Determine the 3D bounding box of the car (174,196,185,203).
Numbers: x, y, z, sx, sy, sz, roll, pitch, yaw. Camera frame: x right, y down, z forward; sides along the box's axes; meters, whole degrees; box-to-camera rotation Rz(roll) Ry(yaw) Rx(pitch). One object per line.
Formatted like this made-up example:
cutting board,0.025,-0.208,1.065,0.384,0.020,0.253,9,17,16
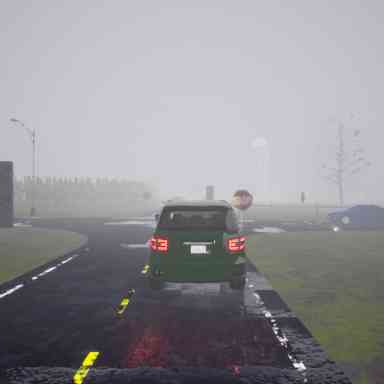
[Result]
car,-2.587,1.604,69.786,2.033,1.411,5.357,0,0,0

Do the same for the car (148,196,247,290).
car,0.108,1.222,9.220,2.150,2.045,5.566,0,0,0

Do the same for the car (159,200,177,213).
car,-2.726,1.622,38.725,1.895,1.301,4.718,0,0,-1

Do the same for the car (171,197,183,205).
car,-2.665,1.575,59.115,1.812,1.442,4.674,0,0,1

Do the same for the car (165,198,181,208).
car,-2.709,1.598,48.831,1.994,1.385,4.181,0,0,1

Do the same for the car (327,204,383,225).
car,12.930,1.671,25.380,5.008,1.535,1.882,1,1,0

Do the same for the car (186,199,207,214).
car,0.443,1.567,37.367,2.033,1.411,5.357,0,0,-3

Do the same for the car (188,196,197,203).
car,0.171,1.598,72.701,1.812,1.442,4.674,0,0,0
